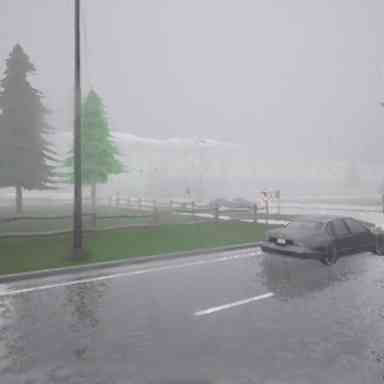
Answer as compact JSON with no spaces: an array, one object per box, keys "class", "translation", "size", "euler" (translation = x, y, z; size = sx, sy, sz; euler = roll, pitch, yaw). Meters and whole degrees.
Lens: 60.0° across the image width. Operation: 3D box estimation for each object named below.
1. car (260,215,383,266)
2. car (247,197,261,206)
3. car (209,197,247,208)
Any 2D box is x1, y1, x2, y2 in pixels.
[{"class":"car","translation":[4.734,1.516,11.447],"size":[5.357,1.411,2.033],"euler":[0,0,-35]},{"class":"car","translation":[7.510,1.445,48.434],"size":[2.033,1.411,5.357],"euler":[0,0,-35]},{"class":"car","translation":[4.646,1.456,46.422],"size":[2.033,1.411,5.357],"euler":[0,0,-35]}]
